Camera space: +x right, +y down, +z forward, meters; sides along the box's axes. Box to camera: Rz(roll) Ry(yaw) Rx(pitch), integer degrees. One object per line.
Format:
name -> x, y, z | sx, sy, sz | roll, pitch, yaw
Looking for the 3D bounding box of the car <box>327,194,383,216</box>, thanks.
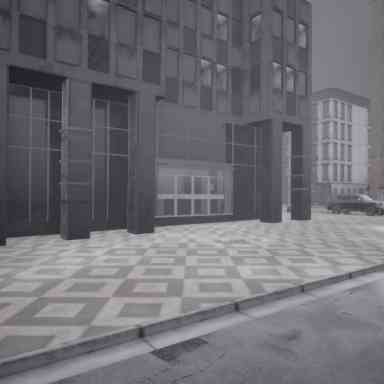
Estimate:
car -> 15.795, 1.190, 31.887 | 2.150, 2.045, 5.566 | 1, -1, -36
